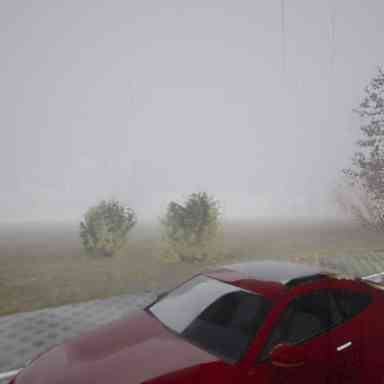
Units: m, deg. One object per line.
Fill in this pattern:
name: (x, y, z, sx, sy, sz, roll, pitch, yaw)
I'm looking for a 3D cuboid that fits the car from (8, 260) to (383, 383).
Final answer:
car: (0.634, 1.556, 3.526, 4.674, 1.442, 1.812, 1, 0, -36)
